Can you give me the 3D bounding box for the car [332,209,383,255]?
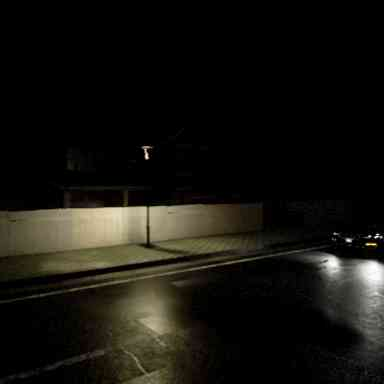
[{"bbox_3d":[7.408,1.439,12.893,4.892,1.490,1.837,0,0,-35],"label":"car"}]
